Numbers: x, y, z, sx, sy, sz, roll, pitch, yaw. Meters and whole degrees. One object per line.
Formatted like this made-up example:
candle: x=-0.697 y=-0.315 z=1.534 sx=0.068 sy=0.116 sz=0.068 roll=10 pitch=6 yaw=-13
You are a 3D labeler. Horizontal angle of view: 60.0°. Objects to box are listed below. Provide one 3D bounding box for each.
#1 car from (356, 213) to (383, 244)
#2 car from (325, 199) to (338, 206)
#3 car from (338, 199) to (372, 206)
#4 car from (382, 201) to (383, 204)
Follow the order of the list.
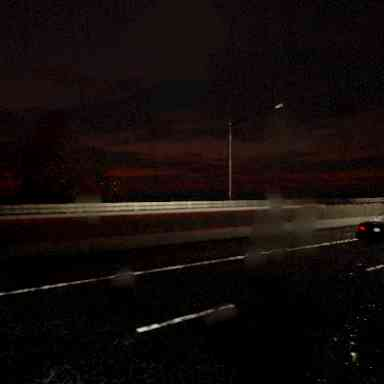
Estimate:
car: x=9.451 y=1.572 z=14.789 sx=5.357 sy=1.411 sz=2.033 roll=0 pitch=0 yaw=-36
car: x=19.745 y=1.602 z=43.851 sx=5.357 sy=1.411 sz=2.033 roll=0 pitch=0 yaw=-35
car: x=19.885 y=1.653 z=39.662 sx=4.718 sy=1.301 sz=1.895 roll=0 pitch=0 yaw=-35
car: x=24.148 y=1.277 z=38.399 sx=5.566 sy=2.045 sz=2.150 roll=0 pitch=0 yaw=-35
